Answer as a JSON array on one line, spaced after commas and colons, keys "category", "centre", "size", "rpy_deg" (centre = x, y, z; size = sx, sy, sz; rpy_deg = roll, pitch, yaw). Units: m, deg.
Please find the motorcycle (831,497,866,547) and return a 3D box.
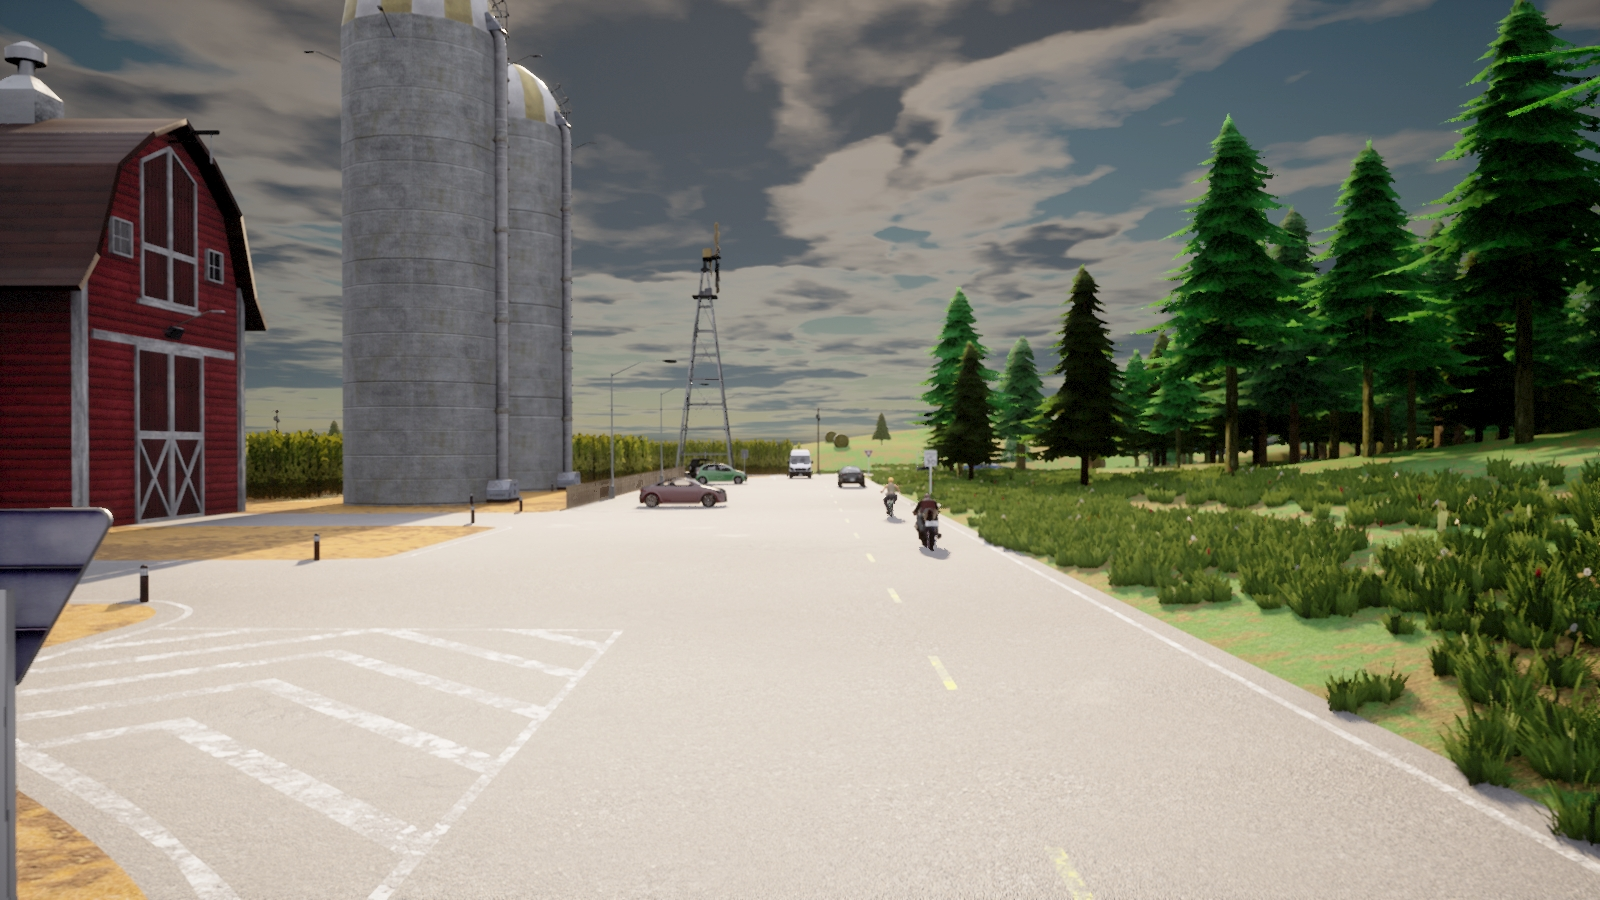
[{"category": "motorcycle", "centre": [1.332, 1.969, 31.590], "size": [0.867, 1.251, 2.209], "rpy_deg": [0, 0, 0]}]
